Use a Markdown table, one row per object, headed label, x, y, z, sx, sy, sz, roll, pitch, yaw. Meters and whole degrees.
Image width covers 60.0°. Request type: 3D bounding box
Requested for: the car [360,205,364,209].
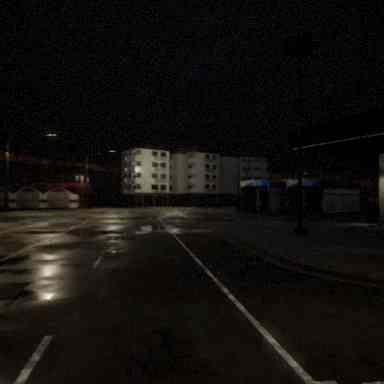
| label | x | y | z | sx | sy | sz | roll | pitch | yaw |
| --- | --- | --- | --- | --- | --- | --- | --- | --- | --- |
| car | 35.501 | 3.030 | 73.707 | 5.008 | 1.535 | 1.882 | 0 | -1 | -9 |
